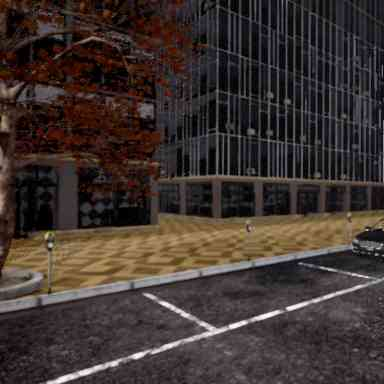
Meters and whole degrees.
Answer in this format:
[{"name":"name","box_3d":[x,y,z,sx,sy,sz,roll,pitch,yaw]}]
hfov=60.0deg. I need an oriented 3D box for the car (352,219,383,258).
[{"name":"car","box_3d":[7.462,1.585,11.876,4.403,1.369,2.008,0,0,-35]}]
